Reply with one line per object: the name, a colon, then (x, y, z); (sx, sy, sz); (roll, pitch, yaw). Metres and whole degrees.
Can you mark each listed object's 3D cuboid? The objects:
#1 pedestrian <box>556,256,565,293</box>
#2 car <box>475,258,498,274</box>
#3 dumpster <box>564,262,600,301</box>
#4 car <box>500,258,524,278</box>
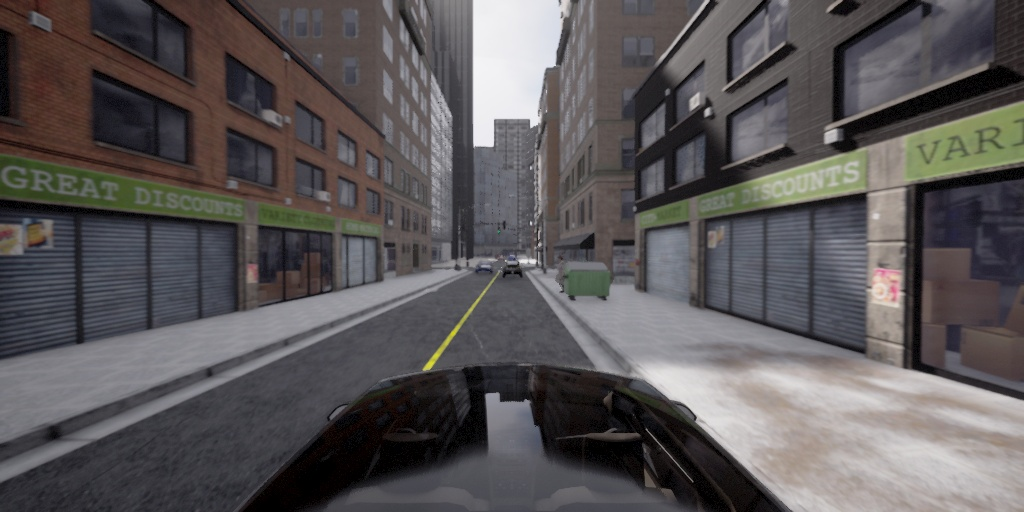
pedestrian: (2.472, 0.858, 17.435); (0.375, 1.860, 0.375); (-1, 1, -9)
car: (-3.016, 1.198, 40.181); (2.033, 1.411, 5.357); (0, 0, 0)
dumpster: (3.132, 1.113, 16.176); (1.020, 1.700, 1.940); (0, 0, 0)
car: (0.061, 1.176, 33.429); (1.837, 1.490, 4.892); (0, 0, 0)
